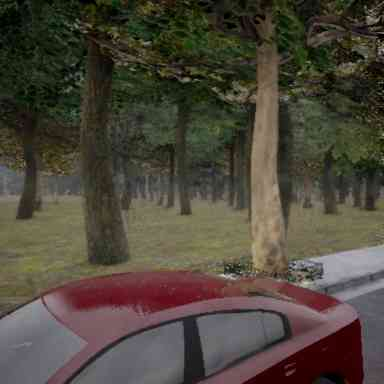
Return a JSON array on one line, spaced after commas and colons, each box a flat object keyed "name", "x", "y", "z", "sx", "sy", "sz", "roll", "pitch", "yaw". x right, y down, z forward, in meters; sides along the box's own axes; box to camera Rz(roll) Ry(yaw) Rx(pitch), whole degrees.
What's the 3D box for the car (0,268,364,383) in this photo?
[{"name": "car", "x": -0.650, "y": 1.479, "z": 2.601, "sx": 5.008, "sy": 1.535, "sz": 1.882, "roll": 0, "pitch": 0, "yaw": -35}]
